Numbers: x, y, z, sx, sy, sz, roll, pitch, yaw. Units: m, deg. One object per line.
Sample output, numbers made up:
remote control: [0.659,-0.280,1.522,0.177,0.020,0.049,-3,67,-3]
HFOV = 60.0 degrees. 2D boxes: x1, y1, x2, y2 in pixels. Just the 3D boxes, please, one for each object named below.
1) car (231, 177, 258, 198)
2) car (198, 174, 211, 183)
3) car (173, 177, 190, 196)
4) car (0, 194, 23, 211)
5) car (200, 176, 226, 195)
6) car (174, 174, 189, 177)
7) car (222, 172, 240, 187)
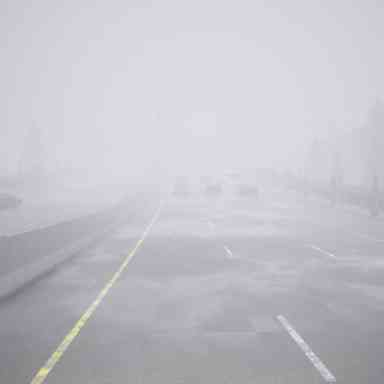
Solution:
car: [5.902,-0.336,36.455,1.882,1.535,5.008,0,7,-2]
car: [2.016,-1.861,48.516,1.882,1.535,5.008,0,7,-2]
car: [-1.196,-0.452,37.740,2.033,1.411,5.357,0,7,-1]
car: [-14.851,0.860,25.215,1.895,1.301,4.718,0,4,-2]
car: [2.348,-0.570,38.239,1.882,1.535,5.008,0,7,-2]
car: [-1.528,-1.822,48.087,1.882,1.535,5.008,0,7,-1]
car: [5.496,-1.845,46.442,2.150,2.045,5.566,0,7,-2]
